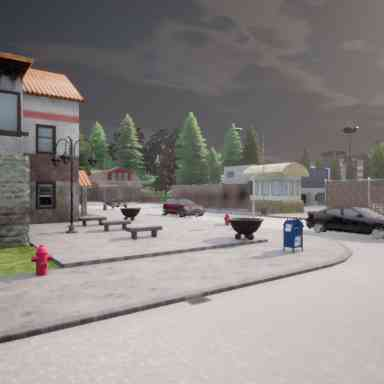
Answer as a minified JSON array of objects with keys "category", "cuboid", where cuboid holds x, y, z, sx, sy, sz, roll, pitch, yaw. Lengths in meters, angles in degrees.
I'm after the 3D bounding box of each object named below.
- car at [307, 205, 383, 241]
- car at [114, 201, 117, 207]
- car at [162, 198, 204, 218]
[{"category":"car","cuboid":[8.411,1.478,17.188,1.882,1.535,5.008,0,0,-37]},{"category":"car","cuboid":[-9.835,1.426,42.856,1.994,1.385,4.181,0,0,-35]},{"category":"car","cuboid":[-0.855,1.351,30.107,2.097,1.767,4.553,0,0,-35]}]
